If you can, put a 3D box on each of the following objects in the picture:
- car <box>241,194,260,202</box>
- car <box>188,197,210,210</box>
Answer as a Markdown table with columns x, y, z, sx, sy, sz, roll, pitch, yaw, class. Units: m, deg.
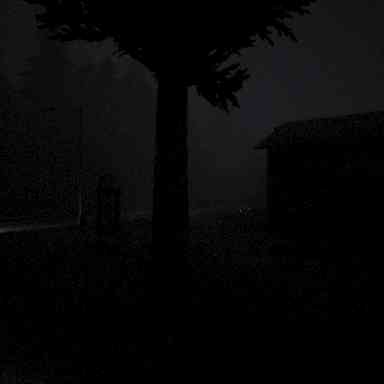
| x | y | z | sx | sy | sz | roll | pitch | yaw | class |
| --- | --- | --- | --- | --- | --- | --- | --- | --- | --- |
| 9.600 | 1.083 | 54.388 | 1.837 | 1.490 | 4.892 | 0 | 0 | 36 | car |
| 0.303 | 1.419 | 41.531 | 2.128 | 1.511 | 4.902 | 0 | 0 | 36 | car |
